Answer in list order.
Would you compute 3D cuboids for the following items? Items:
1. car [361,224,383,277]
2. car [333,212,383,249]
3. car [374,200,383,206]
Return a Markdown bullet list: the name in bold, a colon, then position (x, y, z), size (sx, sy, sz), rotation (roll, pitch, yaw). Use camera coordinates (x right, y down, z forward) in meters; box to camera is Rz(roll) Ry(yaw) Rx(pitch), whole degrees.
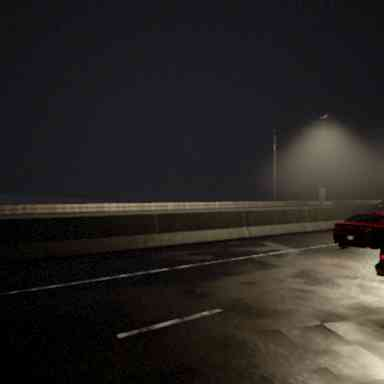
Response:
- **car**: position (6.919, 1.604, 8.718), size (5.357, 1.411, 2.033), rotation (0, 0, -35)
- **car**: position (7.845, 1.554, 13.614), size (5.008, 1.535, 1.882), rotation (1, -1, -35)
- **car**: position (29.406, 1.866, 49.779), size (5.357, 1.411, 2.033), rotation (0, 0, -33)
